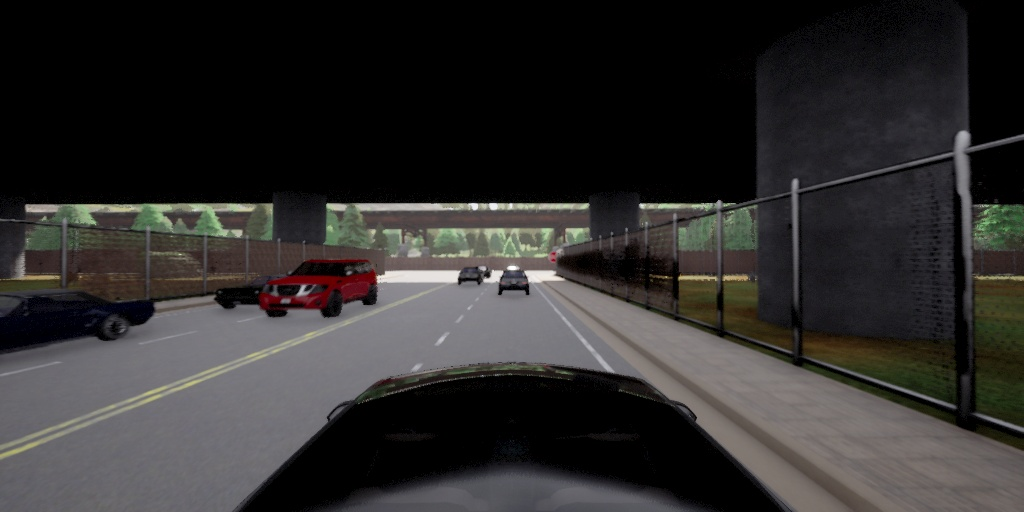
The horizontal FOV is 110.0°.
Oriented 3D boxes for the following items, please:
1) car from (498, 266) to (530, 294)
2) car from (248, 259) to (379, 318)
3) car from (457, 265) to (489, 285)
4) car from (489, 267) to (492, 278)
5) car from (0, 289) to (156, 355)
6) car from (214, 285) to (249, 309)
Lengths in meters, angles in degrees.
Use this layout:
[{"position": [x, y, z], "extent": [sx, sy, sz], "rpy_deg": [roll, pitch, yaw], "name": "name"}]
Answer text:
[{"position": [0.111, 1.520, 21.966], "extent": [2.033, 1.411, 5.357], "rpy_deg": [0, -1, 0], "name": "car"}, {"position": [-7.085, 1.108, 13.999], "extent": [2.150, 2.045, 5.566], "rpy_deg": [0, -1, 0], "name": "car"}, {"position": [-3.390, 1.608, 30.039], "extent": [2.033, 1.411, 5.357], "rpy_deg": [0, -1, 0], "name": "car"}, {"position": [-3.388, 1.739, 40.390], "extent": [1.994, 1.385, 4.181], "rpy_deg": [0, -1, 0], "name": "car"}, {"position": [-10.597, 1.411, 7.445], "extent": [1.895, 1.301, 4.718], "rpy_deg": [0, -1, 0], "name": "car"}, {"position": [-10.495, 1.503, 15.898], "extent": [1.895, 1.301, 4.718], "rpy_deg": [0, -1, 0], "name": "car"}]
